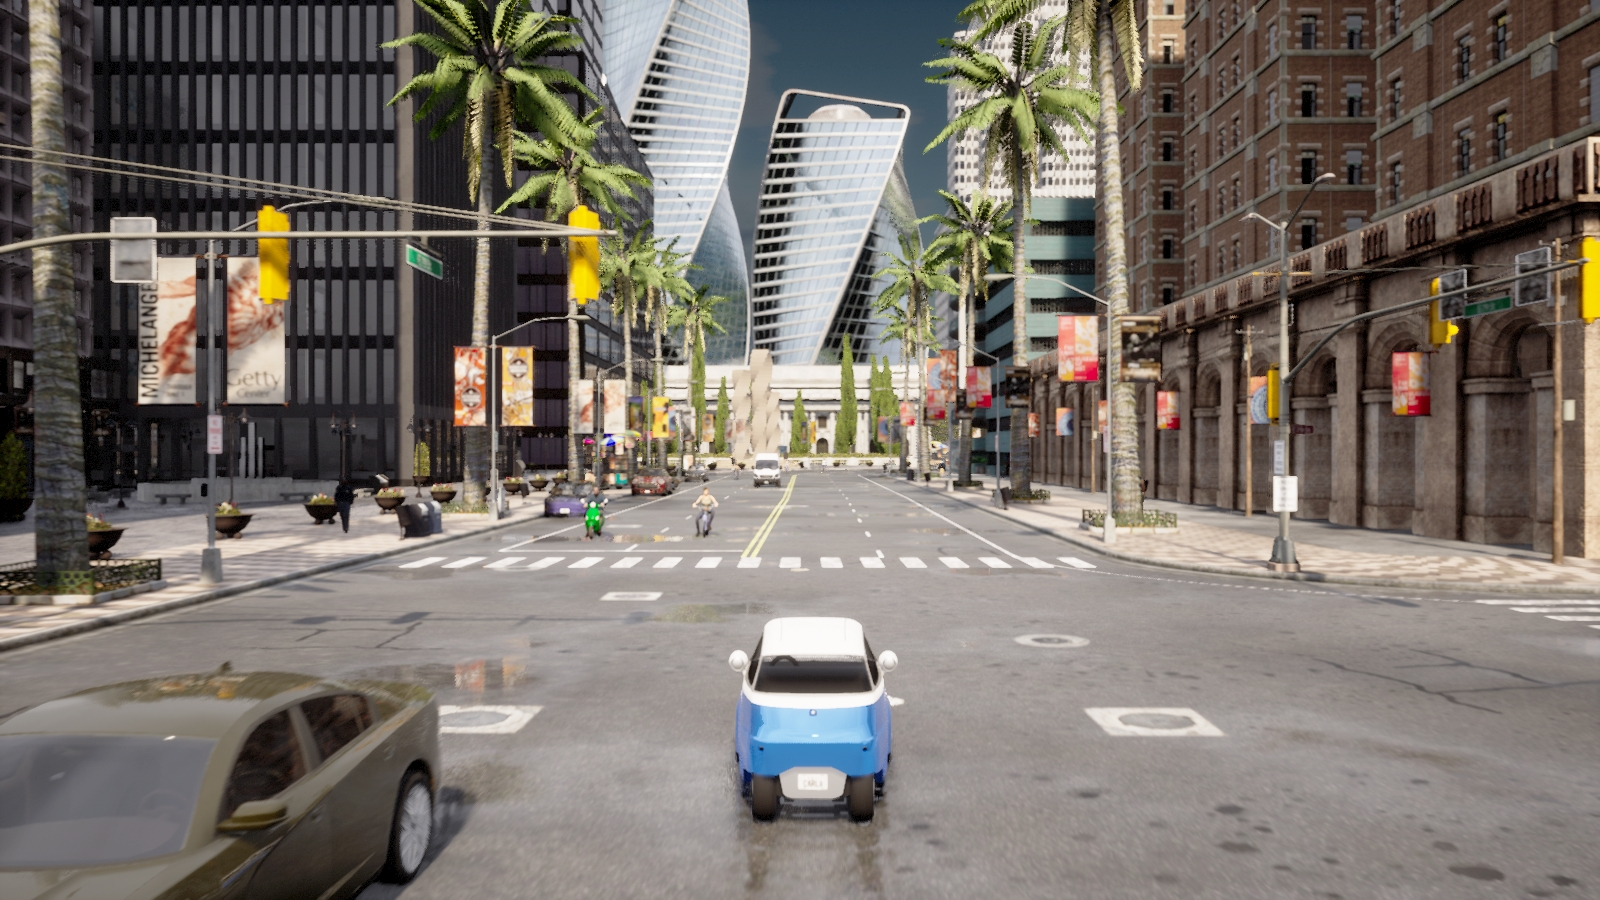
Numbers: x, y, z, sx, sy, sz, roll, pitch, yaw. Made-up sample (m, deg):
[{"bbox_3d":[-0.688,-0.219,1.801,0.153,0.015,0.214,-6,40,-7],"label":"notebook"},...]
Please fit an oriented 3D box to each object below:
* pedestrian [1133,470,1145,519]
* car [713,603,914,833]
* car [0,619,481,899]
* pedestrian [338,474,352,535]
[{"bbox_3d":[12.913,1.691,43.544,0.375,1.860,0.375,0,0,2],"label":"pedestrian"},{"bbox_3d":[0.110,2.118,9.506,1.481,1.376,2.207,0,0,1],"label":"car"},{"bbox_3d":[-3.458,2.032,6.011,2.097,1.535,5.006,0,0,1],"label":"car"},{"bbox_3d":[-14.114,1.688,35.474,0.375,1.860,0.375,0,0,-17],"label":"pedestrian"}]
